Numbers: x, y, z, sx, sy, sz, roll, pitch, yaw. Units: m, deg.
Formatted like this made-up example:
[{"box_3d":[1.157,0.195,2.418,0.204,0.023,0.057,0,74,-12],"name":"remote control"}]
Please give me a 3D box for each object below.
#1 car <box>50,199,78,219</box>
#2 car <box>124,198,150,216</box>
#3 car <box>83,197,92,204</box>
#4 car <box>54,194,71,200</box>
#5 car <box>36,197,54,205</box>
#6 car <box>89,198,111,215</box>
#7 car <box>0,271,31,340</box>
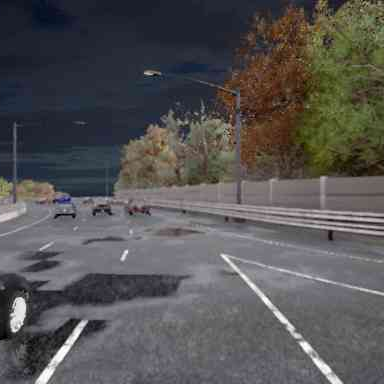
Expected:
[{"box_3d":[-11.991,1.727,31.726,2.033,1.411,5.357,0,0,-18],"name":"car"},{"box_3d":[-5.888,1.502,35.189,2.097,1.767,4.553,0,0,-19],"name":"car"},{"box_3d":[-21.057,1.692,67.507,1.812,1.442,4.674,0,0,-24],"name":"car"},{"box_3d":[-25.743,1.419,65.884,2.150,2.045,5.566,0,0,-39],"name":"car"},{"box_3d":[-28.525,1.731,63.765,1.812,1.442,4.674,0,0,-39],"name":"car"},{"box_3d":[-9.825,1.683,35.955,1.837,1.490,4.892,0,0,-19],"name":"car"},{"box_3d":[-3.572,1.541,3.706,1.837,1.490,4.892,0,0,-2],"name":"car"}]
